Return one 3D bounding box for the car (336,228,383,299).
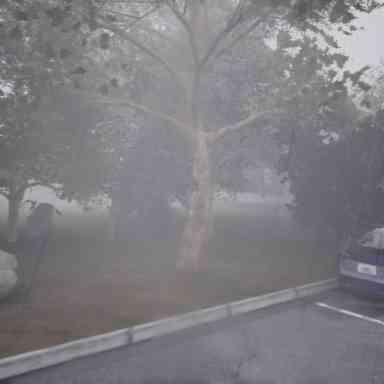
[{"bbox_3d":[5.434,1.615,7.908,4.792,1.488,2.163,1,0,-33],"label":"car"}]
